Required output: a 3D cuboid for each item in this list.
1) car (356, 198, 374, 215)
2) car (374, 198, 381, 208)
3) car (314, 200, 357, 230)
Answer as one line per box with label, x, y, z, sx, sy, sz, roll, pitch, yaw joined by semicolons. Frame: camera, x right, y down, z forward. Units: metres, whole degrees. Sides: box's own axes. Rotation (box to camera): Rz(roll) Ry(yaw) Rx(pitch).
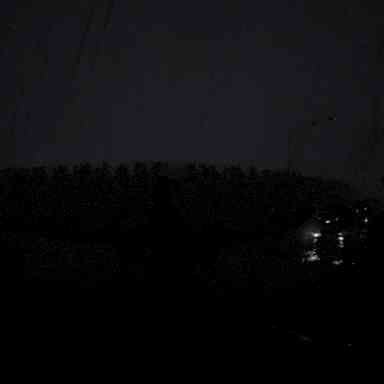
car;17.790;1.601;35.187;1.812;1.442;4.674;0;0;32
car;27.127;1.609;49.817;2.128;1.511;4.902;0;0;32
car;9.394;1.541;21.896;1.837;1.490;4.892;0;0;32
